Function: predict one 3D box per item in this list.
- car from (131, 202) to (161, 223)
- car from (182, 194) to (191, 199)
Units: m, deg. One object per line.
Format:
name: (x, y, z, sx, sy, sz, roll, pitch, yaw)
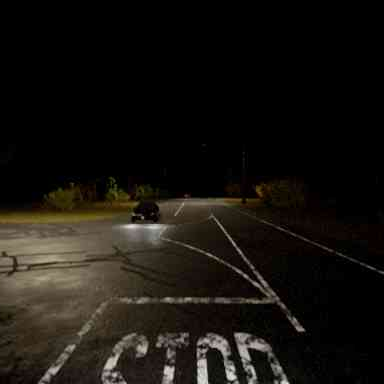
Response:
car: (-3.361, 1.498, 25.084, 1.812, 1.442, 4.674, 0, 0, 0)
car: (-1.490, 1.253, 94.261, 1.882, 1.535, 5.008, 0, 0, 8)
